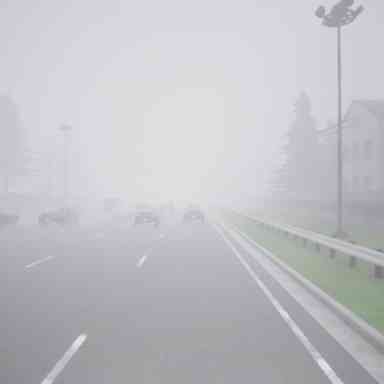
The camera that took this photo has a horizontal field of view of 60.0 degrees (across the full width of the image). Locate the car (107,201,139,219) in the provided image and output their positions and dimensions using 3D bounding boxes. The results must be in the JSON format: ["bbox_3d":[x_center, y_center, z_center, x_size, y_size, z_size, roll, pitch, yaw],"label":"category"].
[{"bbox_3d":[-6.952,1.941,33.998,1.812,1.442,4.674,0,-1,0],"label":"car"}]

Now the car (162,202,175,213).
[{"bbox_3d":[-3.350,2.051,45.481,2.128,1.511,4.902,0,-1,0],"label":"car"}]

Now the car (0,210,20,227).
[{"bbox_3d":[-13.869,1.875,22.908,1.895,1.301,4.718,0,-1,0],"label":"car"}]

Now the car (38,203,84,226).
[{"bbox_3d":[-10.364,1.841,26.076,1.812,1.442,4.674,0,-1,0],"label":"car"}]

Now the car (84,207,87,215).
[{"bbox_3d":[-13.896,2.017,38.728,2.033,1.411,5.357,0,-1,1],"label":"car"}]

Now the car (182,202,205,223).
[{"bbox_3d":[0.141,1.891,29.482,1.812,1.442,4.674,0,-1,0],"label":"car"}]

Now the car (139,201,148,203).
[{"bbox_3d":[-6.904,2.053,46.943,1.882,1.535,5.008,0,0,1],"label":"car"}]

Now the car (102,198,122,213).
[{"bbox_3d":[-10.353,1.764,44.583,2.150,2.045,5.566,0,-1,0],"label":"car"}]

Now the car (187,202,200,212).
[{"bbox_3d":[0.172,2.222,50.263,1.895,1.301,4.718,0,-1,0],"label":"car"}]

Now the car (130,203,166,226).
[{"bbox_3d":[-3.363,1.846,26.062,1.812,1.442,4.674,0,-1,0],"label":"car"}]
